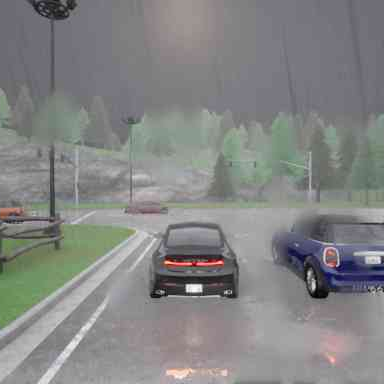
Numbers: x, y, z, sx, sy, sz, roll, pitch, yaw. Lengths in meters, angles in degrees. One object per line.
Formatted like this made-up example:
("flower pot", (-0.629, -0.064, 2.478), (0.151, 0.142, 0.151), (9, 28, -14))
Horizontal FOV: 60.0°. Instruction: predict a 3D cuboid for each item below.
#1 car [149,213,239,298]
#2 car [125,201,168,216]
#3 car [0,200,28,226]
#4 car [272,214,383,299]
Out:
("car", (0.054, 1.505, 8.469), (1.837, 1.490, 4.892), (0, 0, 0))
("car", (-4.375, 1.563, 32.236), (4.181, 1.385, 1.994), (0, 0, -12))
("car", (-13.725, 1.350, 22.551), (4.553, 1.767, 2.097), (0, 0, -17))
("car", (3.555, 1.352, 8.633), (2.097, 1.767, 4.553), (0, 0, 0))
